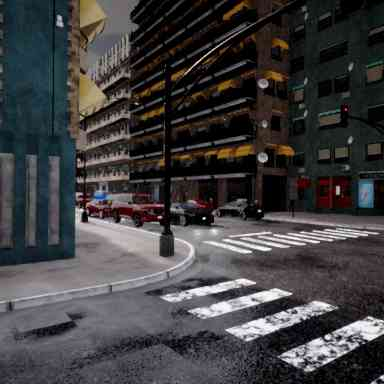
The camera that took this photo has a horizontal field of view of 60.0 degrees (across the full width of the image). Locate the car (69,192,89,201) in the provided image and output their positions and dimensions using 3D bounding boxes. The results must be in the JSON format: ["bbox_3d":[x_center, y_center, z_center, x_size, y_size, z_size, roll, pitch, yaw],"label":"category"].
[{"bbox_3d":[-19.323,0.769,56.764,1.887,1.381,4.507,2,0,-36],"label":"car"}]

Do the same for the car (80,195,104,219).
[{"bbox_3d":[-6.514,1.183,24.817,1.887,1.381,4.507,2,0,-36],"label":"car"}]

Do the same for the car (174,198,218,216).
[{"bbox_3d":[0.292,1.289,29.704,1.802,1.307,4.206,2,0,-36],"label":"car"}]

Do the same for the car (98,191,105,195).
[{"bbox_3d":[-6.048,0.971,28.573,2.097,1.767,4.553,1,0,-36],"label":"car"}]

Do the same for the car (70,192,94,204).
[{"bbox_3d":[-15.663,0.823,47.200,1.882,1.535,5.008,1,0,-36],"label":"car"}]

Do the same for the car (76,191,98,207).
[{"bbox_3d":[-12.086,0.948,36.918,1.882,1.535,5.008,1,0,-36],"label":"car"}]

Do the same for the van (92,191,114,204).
[{"bbox_3d":[-12.780,0.727,47.745,1.690,1.788,3.998,2,0,-36],"label":"van"}]

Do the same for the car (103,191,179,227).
[{"bbox_3d":[-3.238,1.034,20.307,2.192,1.841,5.009,2,0,-36],"label":"car"}]

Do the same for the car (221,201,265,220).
[{"bbox_3d":[3.562,1.353,25.194,1.947,1.339,4.313,2,0,-36],"label":"car"}]

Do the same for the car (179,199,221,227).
[{"bbox_3d":[-0.460,1.321,20.855,1.994,1.385,4.181,1,0,-36],"label":"car"}]
